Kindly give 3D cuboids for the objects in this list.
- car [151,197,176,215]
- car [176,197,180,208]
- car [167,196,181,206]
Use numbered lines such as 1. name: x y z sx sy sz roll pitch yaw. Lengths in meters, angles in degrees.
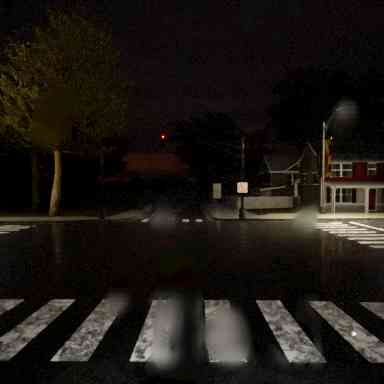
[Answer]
1. car: -2.982 1.447 33.834 1.882 1.535 5.008 0 0 0
2. car: -2.945 1.460 44.136 1.837 1.490 4.892 0 0 0
3. car: -2.903 1.484 54.765 2.033 1.411 5.357 0 0 0
